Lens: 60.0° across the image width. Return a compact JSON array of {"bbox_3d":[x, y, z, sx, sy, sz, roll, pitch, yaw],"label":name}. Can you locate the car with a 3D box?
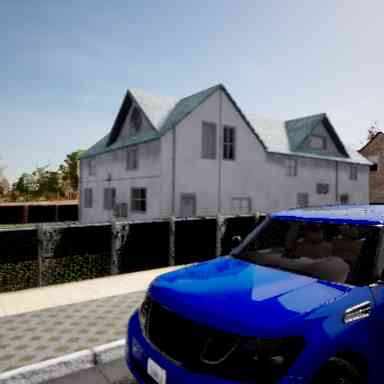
[{"bbox_3d":[1.959,1.221,4.464,5.566,2.045,2.150,0,0,-35],"label":"car"}]
